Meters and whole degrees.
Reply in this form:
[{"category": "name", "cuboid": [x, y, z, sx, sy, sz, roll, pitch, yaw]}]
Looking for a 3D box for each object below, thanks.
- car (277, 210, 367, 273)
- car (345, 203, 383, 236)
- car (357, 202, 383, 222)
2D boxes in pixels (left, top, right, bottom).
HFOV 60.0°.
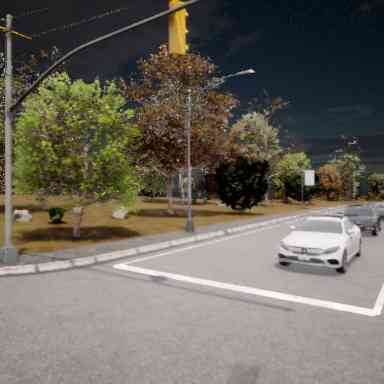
[{"category": "car", "cuboid": [4.361, 1.528, 10.991, 1.812, 1.442, 4.674, 0, 0, 34]}, {"category": "car", "cuboid": [9.480, 1.508, 18.755, 1.837, 1.490, 4.892, 0, 0, 33]}, {"category": "car", "cuboid": [14.772, 1.584, 27.113, 1.994, 1.385, 4.181, 0, 0, 31]}]
